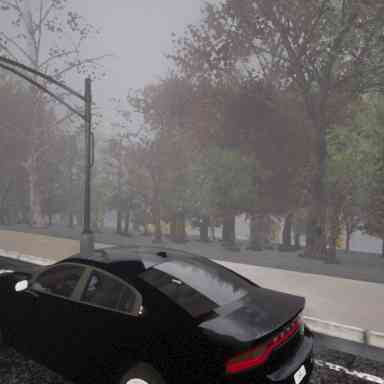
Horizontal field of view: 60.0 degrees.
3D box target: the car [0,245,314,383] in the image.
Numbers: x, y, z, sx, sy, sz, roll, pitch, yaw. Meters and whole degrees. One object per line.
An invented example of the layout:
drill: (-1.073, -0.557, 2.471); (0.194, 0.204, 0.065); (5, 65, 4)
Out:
car: (-1.021, 1.477, 4.467); (5.008, 1.535, 1.882); (0, 0, 36)
